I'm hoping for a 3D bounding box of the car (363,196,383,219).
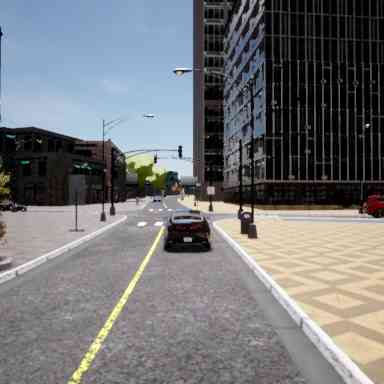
[{"bbox_3d":[15.765,1.189,25.206,5.009,1.841,2.192,0,-1,18],"label":"car"}]

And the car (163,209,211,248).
[{"bbox_3d":[-0.226,1.510,14.698,1.837,1.490,4.892,0,0,-2],"label":"car"}]

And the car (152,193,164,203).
[{"bbox_3d":[-7.133,1.560,68.418,2.033,1.411,5.357,0,0,-5],"label":"car"}]

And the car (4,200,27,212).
[{"bbox_3d":[-20.555,1.568,37.122,4.313,1.339,1.947,0,-1,18],"label":"car"}]

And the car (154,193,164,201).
[{"bbox_3d":[-8.218,1.229,83.894,2.150,2.045,5.566,0,0,-3],"label":"car"}]
